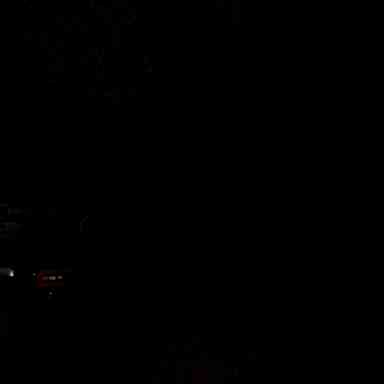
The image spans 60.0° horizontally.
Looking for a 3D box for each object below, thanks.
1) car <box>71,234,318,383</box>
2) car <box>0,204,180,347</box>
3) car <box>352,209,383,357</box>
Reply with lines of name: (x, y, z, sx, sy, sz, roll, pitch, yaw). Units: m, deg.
car: (0.651, 1.526, 4.909, 2.163, 1.488, 4.792, 0, -1, 15)
car: (-1.789, 1.266, 6.714, 2.435, 2.045, 5.566, 0, -1, 15)
car: (3.102, 1.226, 3.169, 2.435, 2.045, 5.566, 0, -1, 15)
